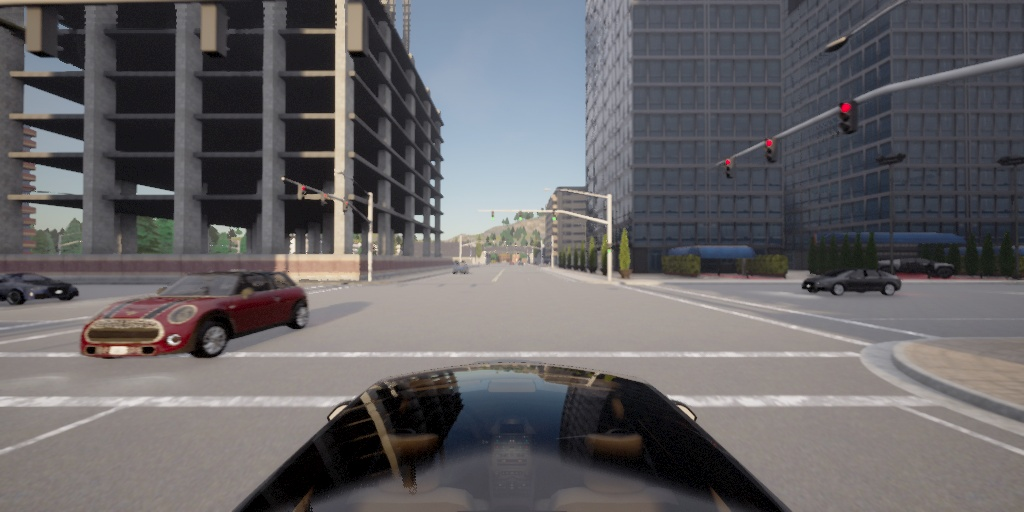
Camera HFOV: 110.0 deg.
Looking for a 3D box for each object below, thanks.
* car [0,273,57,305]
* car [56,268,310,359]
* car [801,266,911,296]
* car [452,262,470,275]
[{"bbox_3d":[-23.211,1.500,16.809,4.181,1.385,1.994,0,-1,0],"label":"car"},{"bbox_3d":[-7.000,1.132,8.636,2.097,1.767,4.553,0,-1,0],"label":"car"},{"bbox_3d":[19.704,1.492,20.931,4.892,1.490,1.837,0,-1,0],"label":"car"},{"bbox_3d":[-7.009,1.912,49.747,2.033,1.411,5.357,0,0,0],"label":"car"}]
